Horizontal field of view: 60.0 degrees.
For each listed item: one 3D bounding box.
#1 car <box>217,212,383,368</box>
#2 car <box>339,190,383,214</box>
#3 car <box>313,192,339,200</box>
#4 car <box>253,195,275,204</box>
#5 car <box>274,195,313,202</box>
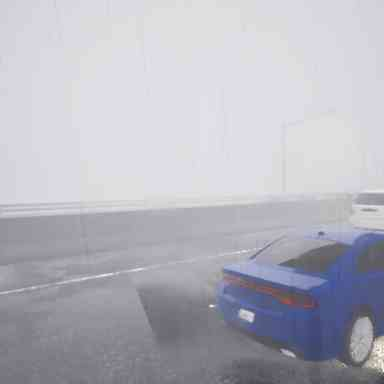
[{"bbox_3d":[2.699,1.364,5.678,5.008,1.535,1.882,-2,1,-36],"label":"car"},{"bbox_3d":[9.129,0.896,14.545,5.566,2.045,2.150,-2,1,-35],"label":"car"},{"bbox_3d":[13.782,0.758,30.848,4.553,1.767,2.097,-1,1,-35],"label":"car"},{"bbox_3d":[8.573,0.997,35.749,4.181,1.385,1.994,-1,1,-35],"label":"car"},{"bbox_3d":[10.603,0.998,32.900,4.181,1.385,1.994,-1,1,-35],"label":"car"}]
